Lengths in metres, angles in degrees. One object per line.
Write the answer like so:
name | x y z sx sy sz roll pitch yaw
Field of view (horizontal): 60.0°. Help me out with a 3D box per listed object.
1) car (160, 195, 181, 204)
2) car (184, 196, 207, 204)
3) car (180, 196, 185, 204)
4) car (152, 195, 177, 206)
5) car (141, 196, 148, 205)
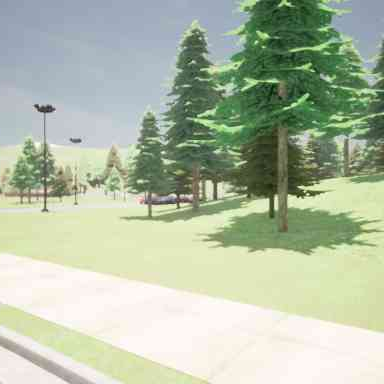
car | -4.580 1.517 71.630 2.097 1.767 4.553 0 0 36
car | 1.099 1.746 67.536 1.895 1.301 4.718 0 0 36
car | -1.740 1.629 69.583 1.882 1.535 5.008 0 0 36
car | -4.815 1.746 59.388 1.895 1.301 4.718 0 0 37
car | -6.807 1.510 62.595 2.097 1.767 4.553 0 0 37
